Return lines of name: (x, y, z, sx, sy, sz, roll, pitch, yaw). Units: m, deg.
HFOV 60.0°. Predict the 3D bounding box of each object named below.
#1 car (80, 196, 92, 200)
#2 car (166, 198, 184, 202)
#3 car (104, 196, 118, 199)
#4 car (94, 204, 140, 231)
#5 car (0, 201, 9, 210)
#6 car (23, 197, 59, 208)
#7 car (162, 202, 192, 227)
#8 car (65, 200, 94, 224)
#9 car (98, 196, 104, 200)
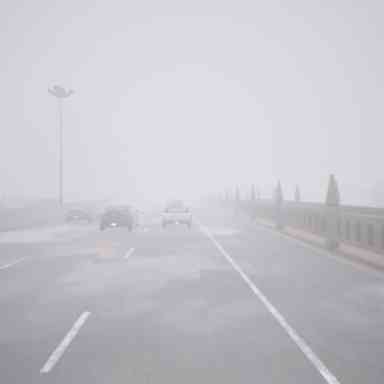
car: (-25.433, 1.714, 80.072, 1.895, 1.301, 4.718, 0, 0, -3)
car: (-2.116, 1.528, 41.550, 1.837, 1.490, 4.892, 0, 0, -3)
car: (-18.226, 1.620, 76.621, 2.128, 1.511, 4.902, 0, 0, -3)
car: (-4.447, 1.530, 20.727, 1.837, 1.490, 4.892, 0, 0, -3)
car: (-23.174, 1.668, 38.729, 1.994, 1.385, 4.181, 0, 0, -3)
car: (-16.021, 1.428, 36.141, 2.097, 1.767, 4.553, 0, 0, -3)
car: (-1.057, 1.613, 22.844, 1.895, 1.301, 4.718, 0, 0, -3)
car: (-8.208, 1.567, 25.320, 1.812, 1.442, 4.674, 0, 0, -3)
car: (-22.090, 1.654, 82.937, 2.033, 1.411, 5.357, 0, 0, -3)
